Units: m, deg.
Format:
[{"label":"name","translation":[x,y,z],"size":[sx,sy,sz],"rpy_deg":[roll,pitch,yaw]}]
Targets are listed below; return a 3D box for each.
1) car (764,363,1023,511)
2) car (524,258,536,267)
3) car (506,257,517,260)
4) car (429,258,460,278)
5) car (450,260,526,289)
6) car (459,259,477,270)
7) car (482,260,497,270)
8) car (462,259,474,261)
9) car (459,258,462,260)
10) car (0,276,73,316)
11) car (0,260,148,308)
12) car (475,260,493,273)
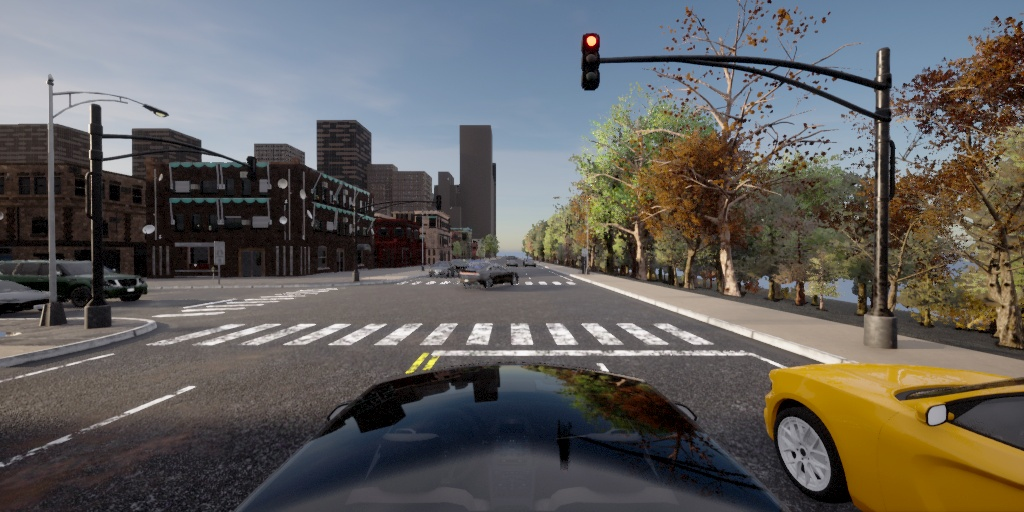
[{"label":"car","translation":[3.351,1.228,1.397],"size":[1.882,1.535,5.008],"rpy_deg":[0,0,0]},{"label":"car","translation":[3.266,1.290,64.501],"size":[1.994,1.385,4.181],"rpy_deg":[0,0,1]},{"label":"car","translation":[0.025,1.290,64.523],"size":[1.994,1.385,4.181],"rpy_deg":[0,0,0]},{"label":"car","translation":[-6.630,1.231,34.305],"size":[2.128,1.511,4.902],"rpy_deg":[0,0,0]},{"label":"car","translation":[-1.395,1.237,23.079],"size":[2.128,1.511,4.902],"rpy_deg":[1,0,32]},{"label":"car","translation":[-6.642,1.222,54.548],"size":[2.128,1.511,4.902],"rpy_deg":[0,0,0]},{"label":"car","translation":[-3.388,1.332,54.362],"size":[1.895,1.301,4.718],"rpy_deg":[0,0,0]},{"label":"car","translation":[-3.381,1.217,34.697],"size":[1.882,1.535,5.008],"rpy_deg":[0,0,0]},{"label":"car","translation":[-6.641,1.087,44.179],"size":[2.097,1.767,4.553],"rpy_deg":[0,0,0]},{"label":"car","translation":[-19.961,1.565,13.498],"size":[4.313,1.339,1.948],"rpy_deg":[0,0,0]},{"label":"car","translation":[-20.008,1.190,16.199],"size":[5.566,2.045,2.150],"rpy_deg":[0,1,-1]},{"label":"car","translation":[-3.388,1.261,44.093],"size":[1.812,1.442,4.674],"rpy_deg":[0,0,0]}]
